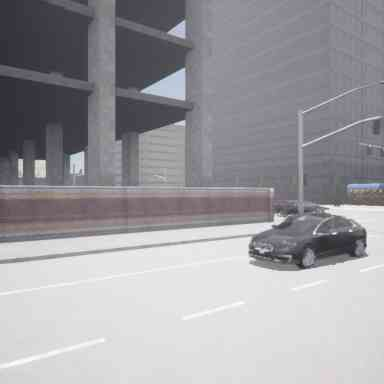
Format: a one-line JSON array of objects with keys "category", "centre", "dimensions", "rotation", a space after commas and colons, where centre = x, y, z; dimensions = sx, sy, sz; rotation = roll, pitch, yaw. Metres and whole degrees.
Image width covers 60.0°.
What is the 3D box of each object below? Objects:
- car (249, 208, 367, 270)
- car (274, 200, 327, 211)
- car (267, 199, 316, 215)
[{"category": "car", "centre": [4.019, 1.505, 11.185], "dimensions": [4.892, 1.490, 1.837], "rotation": [0, 0, -36]}, {"category": "car", "centre": [9.690, 1.492, 29.047], "dimensions": [2.128, 1.511, 4.902], "rotation": [0, 0, -34]}, {"category": "car", "centre": [10.205, 1.526, 34.445], "dimensions": [1.812, 1.442, 4.674], "rotation": [0, 0, -36]}]
